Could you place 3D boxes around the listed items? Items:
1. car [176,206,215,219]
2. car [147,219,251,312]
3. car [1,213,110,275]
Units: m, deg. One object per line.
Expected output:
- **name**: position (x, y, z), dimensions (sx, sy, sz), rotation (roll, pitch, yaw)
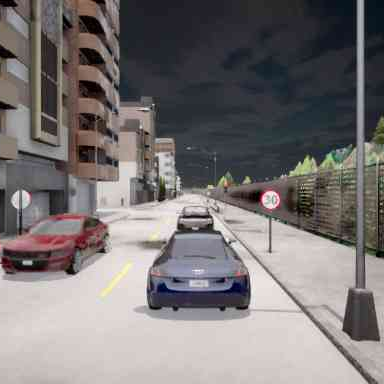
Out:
- **car**: position (0.185, 1.492, 17.734), dimensions (2.128, 1.511, 4.902), rotation (0, 0, 1)
- **car**: position (0.131, 1.564, 7.819), dimensions (1.994, 1.385, 4.181), rotation (0, 0, 0)
- **car**: position (-4.046, 1.477, 10.706), dimensions (1.882, 1.535, 5.008), rotation (0, 0, 0)
